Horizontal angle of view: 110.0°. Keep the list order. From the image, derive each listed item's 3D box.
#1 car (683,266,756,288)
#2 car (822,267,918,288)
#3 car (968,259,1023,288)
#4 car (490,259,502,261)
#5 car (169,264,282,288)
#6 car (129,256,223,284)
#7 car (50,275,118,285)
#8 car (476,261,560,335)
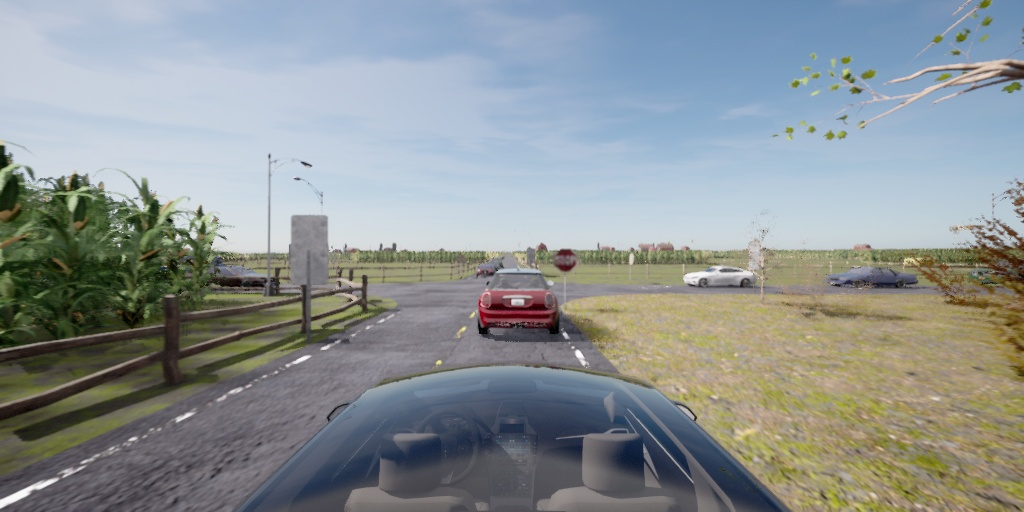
[{"bbox_3d":[14.513,1.447,25.147,4.674,1.442,1.812,0,0,0],"label":"car"},{"bbox_3d":[25.060,1.500,25.170,5.357,1.411,2.033,0,0,0],"label":"car"},{"bbox_3d":[35.789,1.204,25.175,5.566,2.045,2.150,0,0,1],"label":"car"},{"bbox_3d":[-2.828,1.493,51.394,1.837,1.490,4.892,0,0,0],"label":"car"},{"bbox_3d":[-17.384,1.367,22.129,5.357,1.411,2.033,0,0,0],"label":"car"},{"bbox_3d":[-23.162,1.026,25.017,5.566,2.045,2.150,0,0,1],"label":"car"},{"bbox_3d":[-27.464,1.334,22.105,5.357,1.411,2.033,0,0,0],"label":"car"},{"bbox_3d":[0.243,1.157,10.873,2.097,1.767,4.553,0,0,3],"label":"car"}]
